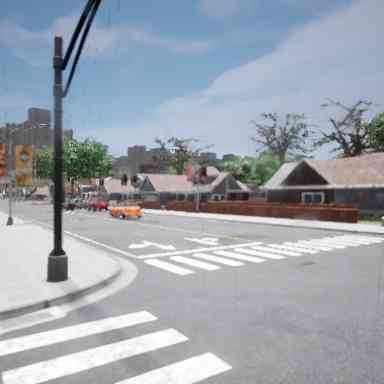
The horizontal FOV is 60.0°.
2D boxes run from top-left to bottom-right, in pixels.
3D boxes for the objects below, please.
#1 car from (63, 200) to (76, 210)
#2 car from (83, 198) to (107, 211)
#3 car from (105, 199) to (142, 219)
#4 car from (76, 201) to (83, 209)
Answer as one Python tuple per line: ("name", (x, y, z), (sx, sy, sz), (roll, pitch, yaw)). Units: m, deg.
("car", (-21.625, 2.106, 56.181), (2.097, 1.767, 4.553), (0, -1, -34))
("car", (-14.539, 1.896, 51.428), (2.150, 2.045, 5.566), (0, -1, -34))
("car", (-6.968, 1.796, 34.376), (2.097, 1.767, 4.553), (0, -1, -34))
("car", (-20.420, 2.342, 60.049), (2.033, 1.411, 5.357), (0, -1, -34))
